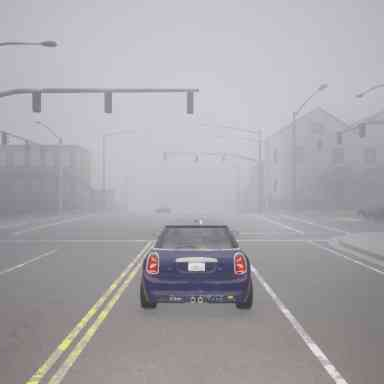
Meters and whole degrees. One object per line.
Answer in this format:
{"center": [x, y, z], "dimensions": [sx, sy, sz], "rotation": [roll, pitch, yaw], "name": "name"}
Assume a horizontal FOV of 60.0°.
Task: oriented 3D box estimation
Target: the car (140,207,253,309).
{"center": [0.096, 1.352, 8.044], "dimensions": [2.097, 1.767, 4.553], "rotation": [0, 0, 0], "name": "car"}

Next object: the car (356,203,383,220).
{"center": [16.640, 1.547, 27.622], "dimensions": [5.357, 1.411, 2.033], "rotation": [0, 0, -1], "name": "car"}

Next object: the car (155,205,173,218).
{"center": [-3.539, 2.570, 42.529], "dimensions": [1.895, 1.301, 4.718], "rotation": [0, -8, 0], "name": "car"}
